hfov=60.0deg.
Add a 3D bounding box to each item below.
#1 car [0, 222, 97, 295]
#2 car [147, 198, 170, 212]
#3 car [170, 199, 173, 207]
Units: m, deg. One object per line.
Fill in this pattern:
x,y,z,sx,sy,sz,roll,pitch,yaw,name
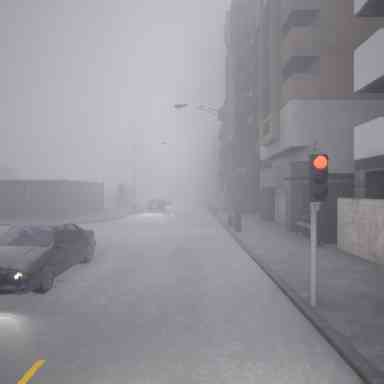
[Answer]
-4.105,1.547,9.051,2.033,1.411,5.357,0,0,0,car
-4.138,1.491,39.350,2.128,1.511,4.902,0,0,0,car
-4.104,1.565,52.233,1.994,1.385,4.181,0,0,0,car
